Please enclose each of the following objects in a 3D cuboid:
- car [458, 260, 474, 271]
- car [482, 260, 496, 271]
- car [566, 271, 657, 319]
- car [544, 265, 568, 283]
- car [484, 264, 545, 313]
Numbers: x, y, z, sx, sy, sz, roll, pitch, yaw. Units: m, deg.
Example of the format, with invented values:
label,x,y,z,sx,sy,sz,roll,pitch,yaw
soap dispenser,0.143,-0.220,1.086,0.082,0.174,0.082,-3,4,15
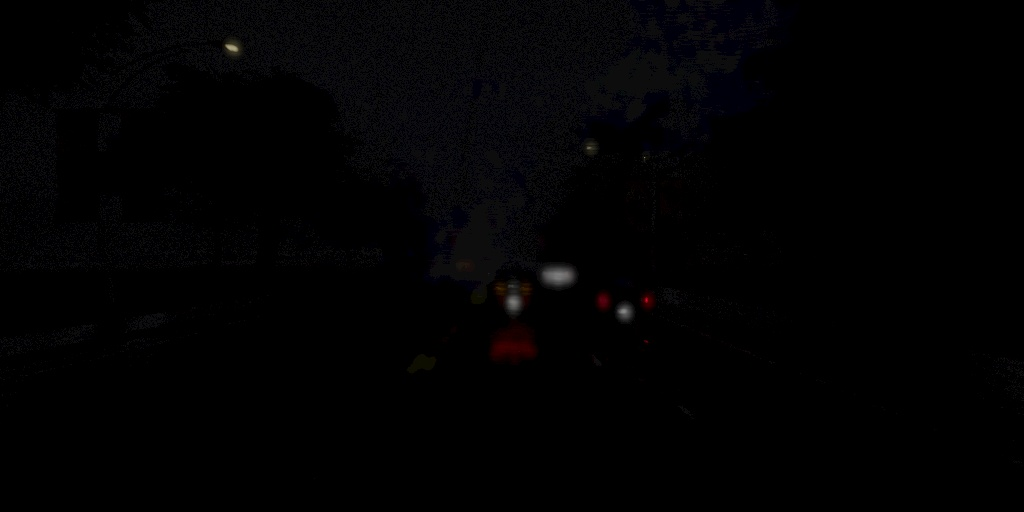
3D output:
label,x,y,z,sx,sy,sz,roll,pitch,yaw
car,-6.569,1.321,51.686,1.882,1.535,5.008,0,0,0
car,-3.320,1.335,52.000,2.128,1.511,4.902,0,0,0
car,3.315,1.349,12.680,1.895,1.301,4.718,0,0,0
car,3.318,1.362,27.709,1.895,1.301,4.718,0,0,0
car,0.074,1.254,14.067,1.837,1.490,4.892,0,0,0
